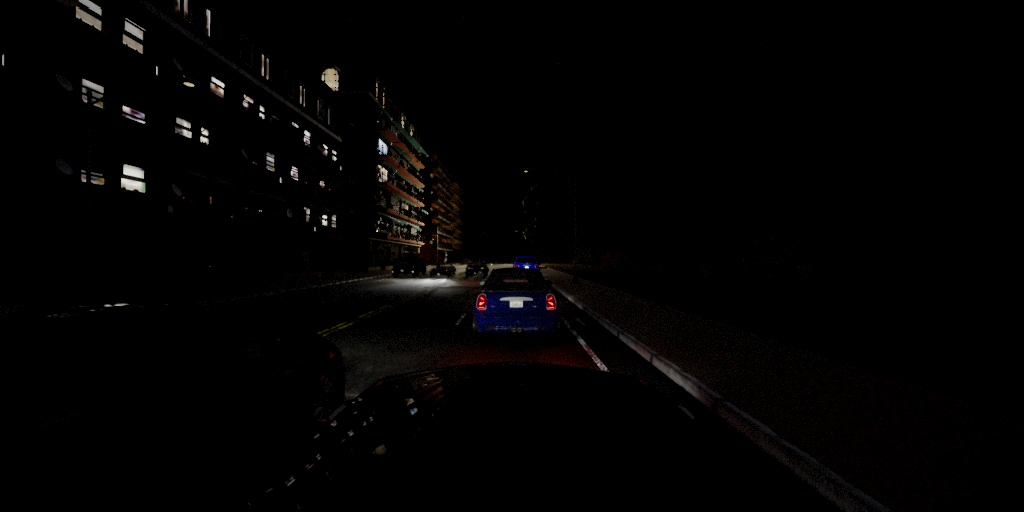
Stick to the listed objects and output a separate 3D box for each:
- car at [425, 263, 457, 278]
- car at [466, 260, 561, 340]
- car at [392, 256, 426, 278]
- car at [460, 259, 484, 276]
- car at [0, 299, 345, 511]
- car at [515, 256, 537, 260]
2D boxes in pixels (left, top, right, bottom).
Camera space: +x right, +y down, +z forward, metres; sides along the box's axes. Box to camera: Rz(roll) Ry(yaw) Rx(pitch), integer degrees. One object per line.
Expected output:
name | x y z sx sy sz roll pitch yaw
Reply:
car | -6.585 1.354 34.386 1.895 1.301 4.718 0 0 0
car | 0.103 1.103 10.177 2.097 1.767 4.553 0 0 0
car | -9.835 0.975 34.807 2.150 2.045 5.566 0 0 0
car | -3.135 1.244 32.806 2.128 1.511 4.902 0 0 0
car | -3.151 1.102 2.666 2.097 1.767 4.553 0 0 0
car | 1.151 0.979 30.130 2.150 2.045 5.566 0 0 0
